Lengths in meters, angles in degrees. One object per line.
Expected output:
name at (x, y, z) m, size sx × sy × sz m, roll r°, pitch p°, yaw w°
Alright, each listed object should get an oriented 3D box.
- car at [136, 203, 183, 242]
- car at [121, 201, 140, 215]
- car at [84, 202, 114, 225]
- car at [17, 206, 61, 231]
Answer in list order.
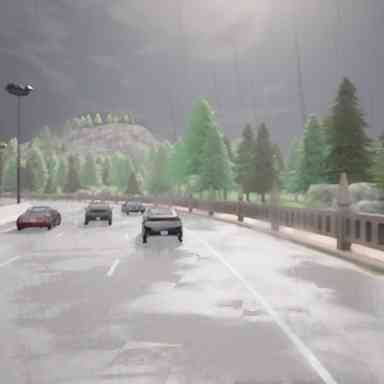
car at (-1.574, 1.511, 16.523) m, size 2.128 × 1.511 × 4.902 m, roll 0°, pitch 0°, yaw -9°
car at (-6.229, 1.591, 34.747) m, size 2.033 × 1.411 × 5.357 m, roll 0°, pitch 0°, yaw -20°
car at (-6.929, 1.539, 24.870) m, size 1.837 × 1.490 × 4.892 m, roll 0°, pitch 0°, yaw -14°
car at (-9.643, 1.595, 21.232) m, size 1.994 × 1.385 × 4.181 m, roll 0°, pitch 0°, yaw -13°
